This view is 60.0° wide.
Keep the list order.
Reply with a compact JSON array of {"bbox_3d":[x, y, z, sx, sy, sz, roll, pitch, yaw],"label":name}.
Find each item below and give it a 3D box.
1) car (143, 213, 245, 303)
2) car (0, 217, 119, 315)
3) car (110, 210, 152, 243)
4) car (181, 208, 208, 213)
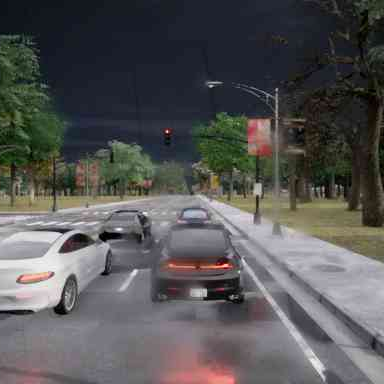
[{"bbox_3d":[0.119,1.505,8.200,1.837,1.490,4.892,0,0,0],"label":"car"},{"bbox_3d":[-3.134,1.526,7.439,1.812,1.442,4.674,0,0,0],"label":"car"},{"bbox_3d":[-3.114,1.566,16.198,1.994,1.385,4.181,0,0,0],"label":"car"},{"bbox_3d":[0.138,1.528,17.272,1.812,1.442,4.674,0,0,0],"label":"car"}]
